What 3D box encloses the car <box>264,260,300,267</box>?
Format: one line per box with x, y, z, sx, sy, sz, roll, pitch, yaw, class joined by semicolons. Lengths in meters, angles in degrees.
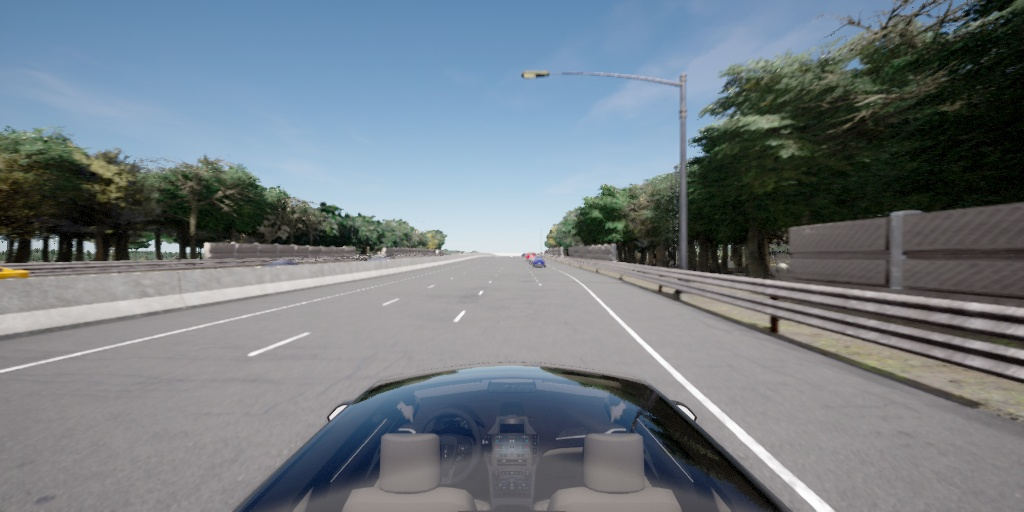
-24.288;1.082;38.037;1.994;1.385;4.181;0;1;1;car

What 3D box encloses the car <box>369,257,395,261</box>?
-17.111;0.933;49.103;2.033;1.411;5.357;0;1;1;car

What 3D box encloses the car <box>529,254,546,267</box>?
3.933;0.855;53.542;1.812;1.442;4.674;0;1;1;car

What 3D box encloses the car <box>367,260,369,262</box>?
-20.568;0.828;54.562;1.812;1.442;4.674;0;0;-3;car

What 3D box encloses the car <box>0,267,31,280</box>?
-27.253;1.151;17.477;1.882;1.535;5.008;0;0;-2;car
